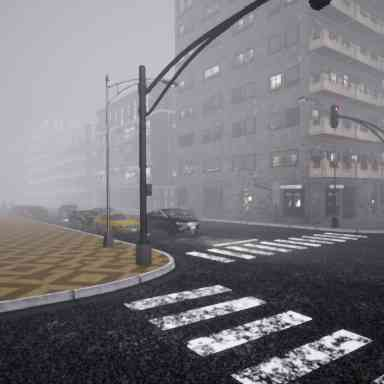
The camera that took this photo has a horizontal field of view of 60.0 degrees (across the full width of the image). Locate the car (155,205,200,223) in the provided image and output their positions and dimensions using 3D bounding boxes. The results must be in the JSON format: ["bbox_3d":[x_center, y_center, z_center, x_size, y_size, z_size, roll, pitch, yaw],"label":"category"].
[{"bbox_3d":[-1.424,1.915,30.461,2.008,1.369,4.403,-2,0,-36],"label":"car"}]

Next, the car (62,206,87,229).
[{"bbox_3d":[-8.175,2.002,25.498,1.947,1.339,4.313,-2,0,-36],"label":"car"}]

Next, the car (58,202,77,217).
[{"bbox_3d":[-13.679,2.131,37.402,1.837,1.490,4.892,-1,0,-36],"label":"car"}]

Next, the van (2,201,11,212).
[{"bbox_3d":[-31.618,2.433,57.390,1.690,1.788,3.998,-2,0,-36],"label":"van"}]

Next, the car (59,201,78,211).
[{"bbox_3d":[-21.515,2.366,57.797,1.967,1.590,4.097,-2,0,-36],"label":"car"}]

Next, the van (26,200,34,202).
[{"bbox_3d":[-41.607,2.831,85.133,1.690,1.788,3.998,-2,0,-36],"label":"van"}]

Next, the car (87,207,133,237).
[{"bbox_3d":[-4.728,1.865,20.805,1.752,1.417,4.829,-2,0,-36],"label":"car"}]

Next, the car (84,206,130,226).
[{"bbox_3d":[-7.540,2.002,29.026,2.033,1.411,5.357,-1,-1,-36],"label":"car"}]

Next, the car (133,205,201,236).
[{"bbox_3d":[-1.397,1.775,20.663,2.128,1.511,4.902,-1,-1,-36],"label":"car"}]

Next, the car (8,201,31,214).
[{"bbox_3d":[-24.915,2.449,48.278,1.887,1.381,4.507,-2,0,-36],"label":"car"}]

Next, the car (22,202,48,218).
[{"bbox_3d":[-18.219,2.262,39.166,1.887,1.381,4.507,-2,0,-36],"label":"car"}]

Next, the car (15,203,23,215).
[{"bbox_3d":[-21.566,2.392,43.722,1.802,1.307,4.206,-2,0,-36],"label":"car"}]
